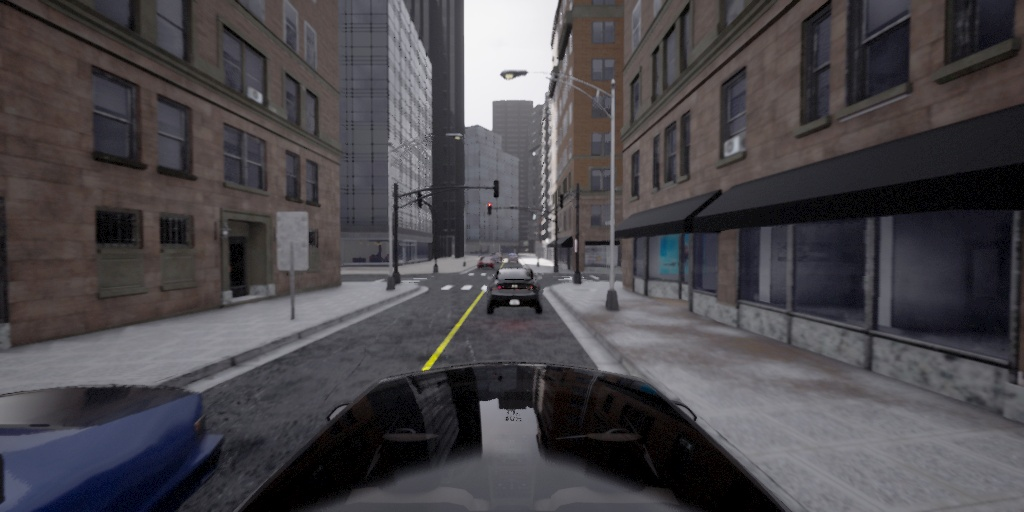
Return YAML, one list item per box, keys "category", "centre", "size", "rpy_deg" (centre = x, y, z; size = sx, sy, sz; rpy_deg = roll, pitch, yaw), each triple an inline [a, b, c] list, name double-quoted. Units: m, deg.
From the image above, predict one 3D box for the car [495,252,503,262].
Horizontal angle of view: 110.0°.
- category: "car"
  centre: [-2.958, 0.552, 58.293]
  size: [2.033, 1.411, 5.357]
  rpy_deg: [0, 1, 1]

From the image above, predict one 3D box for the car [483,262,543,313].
- category: "car"
  centre: [0.097, 1.147, 13.312]
  size: [1.837, 1.490, 4.892]
  rpy_deg: [0, 1, 0]

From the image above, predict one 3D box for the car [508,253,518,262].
- category: "car"
  centre: [0.189, 0.446, 63.278]
  size: [2.033, 1.411, 5.357]
  rpy_deg: [0, 1, 0]

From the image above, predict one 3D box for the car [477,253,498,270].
- category: "car"
  centre: [-3.030, 0.773, 42.418]
  size: [1.882, 1.535, 5.008]
  rpy_deg: [0, 1, 0]

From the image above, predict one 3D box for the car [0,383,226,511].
- category: "car"
  centre: [-3.095, 1.311, 0.299]
  size: [2.033, 1.411, 5.357]
  rpy_deg: [0, 1, 0]
